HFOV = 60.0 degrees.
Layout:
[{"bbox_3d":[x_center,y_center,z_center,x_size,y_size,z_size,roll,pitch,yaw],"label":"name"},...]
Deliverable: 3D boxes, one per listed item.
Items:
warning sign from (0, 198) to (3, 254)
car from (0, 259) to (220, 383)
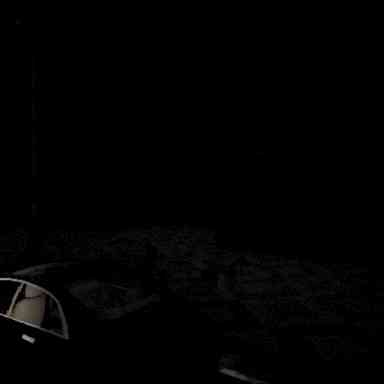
[{"bbox_3d":[-7.141,1.149,10.915,1.060,1.860,1.300,0,0,36],"label":"warning sign"},{"bbox_3d":[-1.761,1.561,4.227,4.403,1.369,2.008,0,0,36],"label":"car"}]
